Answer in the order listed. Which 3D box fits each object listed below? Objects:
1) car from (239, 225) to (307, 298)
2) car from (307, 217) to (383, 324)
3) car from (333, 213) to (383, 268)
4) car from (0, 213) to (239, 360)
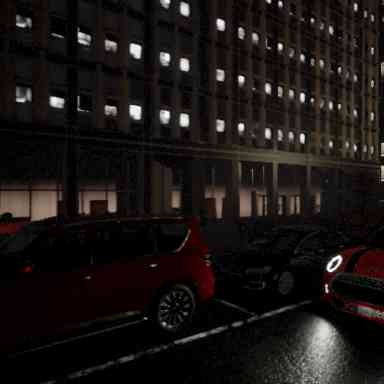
[{"bbox_3d":[2.593,1.546,8.410,4.403,1.369,2.008,0,0,-36],"label":"car"},{"bbox_3d":[4.661,1.347,6.695,4.553,1.767,2.097,0,0,-36],"label":"car"},{"bbox_3d":[7.099,1.536,11.628,4.507,1.381,1.887,0,0,-36],"label":"car"},{"bbox_3d":[-1.913,1.314,5.191,5.009,1.841,2.192,0,0,-36],"label":"car"}]
